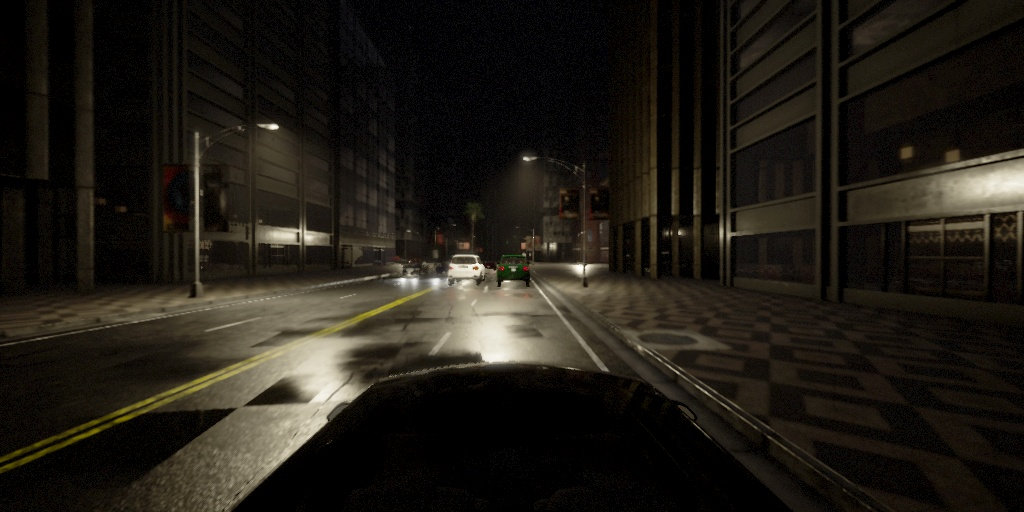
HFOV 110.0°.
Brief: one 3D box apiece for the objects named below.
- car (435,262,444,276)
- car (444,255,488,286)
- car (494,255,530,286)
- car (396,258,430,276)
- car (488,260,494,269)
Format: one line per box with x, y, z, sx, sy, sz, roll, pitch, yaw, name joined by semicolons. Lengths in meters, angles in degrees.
-6.497;1.260;36.585;1.895;1.301;4.718;0;0;0;car
-3.148;0.965;25.749;2.150;2.045;5.566;0;0;0;car
0.102;0.965;24.968;2.150;2.045;5.566;0;0;0;car
-9.747;1.251;36.615;2.128;1.511;4.902;0;0;0;car
-3.146;1.274;50.848;1.812;1.442;4.674;0;0;0;car
